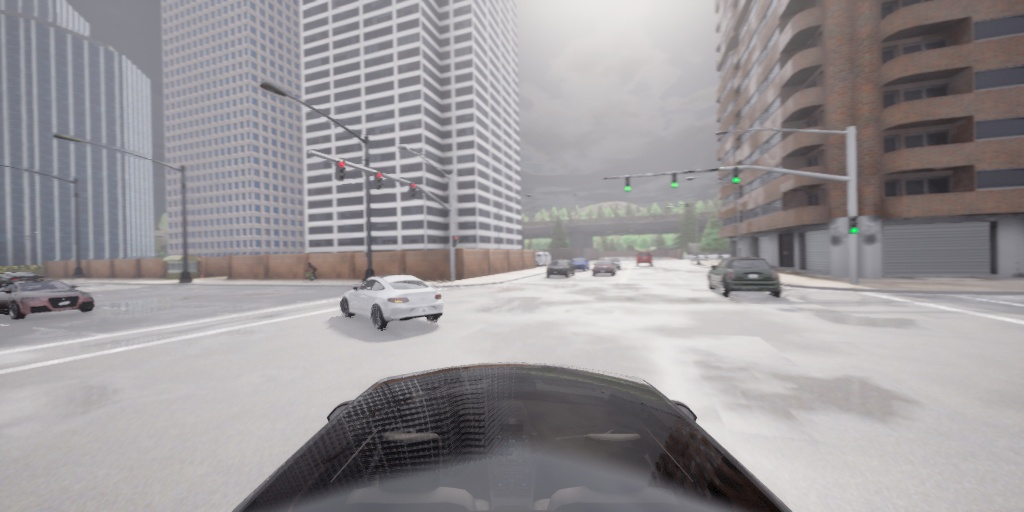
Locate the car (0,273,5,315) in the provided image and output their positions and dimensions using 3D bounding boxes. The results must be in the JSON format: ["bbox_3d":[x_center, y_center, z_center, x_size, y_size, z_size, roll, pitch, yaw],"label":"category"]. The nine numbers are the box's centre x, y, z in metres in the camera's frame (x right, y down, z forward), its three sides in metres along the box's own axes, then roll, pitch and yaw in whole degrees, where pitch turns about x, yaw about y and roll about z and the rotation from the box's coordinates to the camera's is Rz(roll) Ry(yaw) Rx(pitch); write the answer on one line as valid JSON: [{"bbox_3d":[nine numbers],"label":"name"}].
[{"bbox_3d":[-18.000,1.345,10.468,5.566,2.045,2.150,-1,0,20],"label":"car"}]

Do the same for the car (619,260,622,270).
[{"bbox_3d":[11.615,0.950,41.523,1.895,1.301,4.718,-1,0,20],"label":"car"}]

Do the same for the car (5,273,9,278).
[{"bbox_3d":[-27.857,1.811,17.689,4.902,1.511,2.128,-1,0,20],"label":"car"}]

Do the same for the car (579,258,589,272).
[{"bbox_3d":[7.647,0.919,40.816,1.882,1.535,5.008,-1,0,20],"label":"car"}]

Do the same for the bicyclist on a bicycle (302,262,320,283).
[{"bbox_3d":[-16.182,1.318,28.907,0.582,1.620,1.656,-1,1,20],"label":"bicyclist on a bicycle"}]

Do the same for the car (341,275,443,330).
[{"bbox_3d":[-3.906,1.329,11.451,1.812,1.442,4.674,-1,0,-41],"label":"car"}]

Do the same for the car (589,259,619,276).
[{"bbox_3d":[8.290,0.983,32.112,1.812,1.442,4.674,-1,0,19],"label":"car"}]

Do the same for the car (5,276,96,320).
[{"bbox_3d":[-19.364,1.703,14.673,4.181,1.385,1.994,-1,0,20],"label":"car"}]

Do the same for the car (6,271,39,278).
[{"bbox_3d":[-42.011,2.070,30.352,5.008,1.535,1.882,-1,0,19],"label":"car"}]

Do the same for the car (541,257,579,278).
[{"bbox_3d":[4.319,1.027,31.364,1.882,1.535,5.008,-1,0,19],"label":"car"}]

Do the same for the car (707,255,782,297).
[{"bbox_3d":[10.470,0.815,16.545,2.097,1.767,4.553,-1,0,19],"label":"car"}]

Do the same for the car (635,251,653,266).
[{"bbox_3d":[18.612,0.382,50.524,2.150,2.045,5.566,-1,0,19],"label":"car"}]
